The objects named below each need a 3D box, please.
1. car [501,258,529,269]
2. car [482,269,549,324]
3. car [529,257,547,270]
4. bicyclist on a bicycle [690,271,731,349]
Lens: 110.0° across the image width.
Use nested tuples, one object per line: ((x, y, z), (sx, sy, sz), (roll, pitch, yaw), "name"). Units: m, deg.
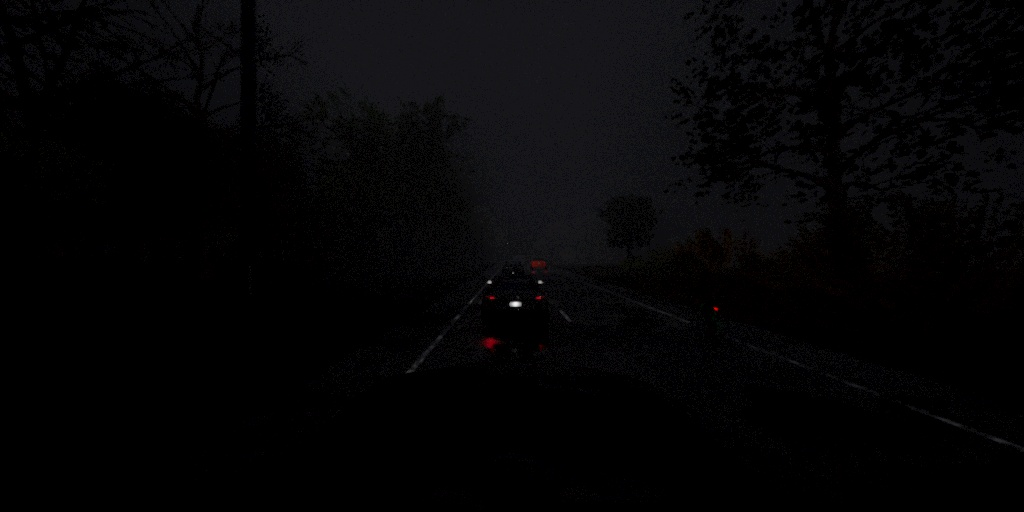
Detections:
((0.100, 1.149, 31.106), (2.128, 1.511, 4.902), (0, 0, 0), "car")
((0.097, 1.282, 11.816), (1.994, 1.385, 4.181), (0, 0, 0), "car")
((3.600, 0.952, 50.049), (2.097, 1.767, 4.553), (0, 0, 0), "car")
((4.466, 1.183, 8.128), (0.582, 1.620, 1.656), (0, 0, 0), "bicyclist on a bicycle")
